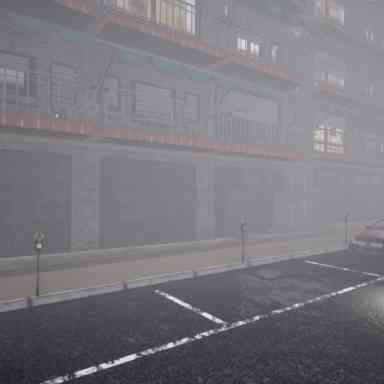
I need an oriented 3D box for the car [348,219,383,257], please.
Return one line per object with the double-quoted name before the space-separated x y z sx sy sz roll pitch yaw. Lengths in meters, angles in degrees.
"car" 7.255 1.583 11.728 4.206 1.307 1.802 0 1 -36
